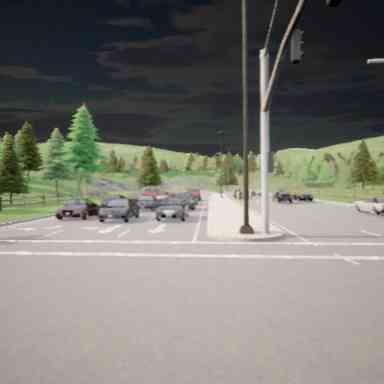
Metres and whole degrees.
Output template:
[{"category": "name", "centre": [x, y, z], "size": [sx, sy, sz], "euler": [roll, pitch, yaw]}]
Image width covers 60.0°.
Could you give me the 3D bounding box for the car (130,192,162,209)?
[{"category": "car", "centre": [-4.298, 1.029, 31.638], "size": [1.812, 1.442, 4.674], "euler": [-1, 1, 3]}]

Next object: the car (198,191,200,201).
[{"category": "car", "centre": [-0.356, 0.877, 40.418], "size": [1.994, 1.385, 4.181], "euler": [-1, 1, 3]}]

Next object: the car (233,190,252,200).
[{"category": "car", "centre": [8.459, 0.437, 55.825], "size": [1.882, 1.535, 5.008], "euler": [-1, 1, 4]}]

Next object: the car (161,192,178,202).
[{"category": "car", "centre": [-3.350, 0.737, 50.615], "size": [1.994, 1.385, 4.181], "euler": [-1, 1, 3]}]

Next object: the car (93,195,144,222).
[{"category": "car", "centre": [-4.854, 1.187, 22.691], "size": [1.812, 1.442, 4.674], "euler": [-1, 1, 4]}]

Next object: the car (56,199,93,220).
[{"category": "car", "centre": [-8.221, 1.233, 24.292], "size": [1.994, 1.385, 4.181], "euler": [-1, 1, 3]}]

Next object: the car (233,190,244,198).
[{"category": "car", "centre": [9.189, 0.341, 66.131], "size": [1.994, 1.385, 4.181], "euler": [-1, 1, 4]}]

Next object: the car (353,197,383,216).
[{"category": "car", "centre": [13.996, 1.022, 25.041], "size": [1.895, 1.301, 4.718], "euler": [-1, 1, 3]}]

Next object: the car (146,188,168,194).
[{"category": "car", "centre": [-3.852, 0.699, 40.614], "size": [2.097, 1.767, 4.553], "euler": [-1, 1, 3]}]

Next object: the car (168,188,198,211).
[{"category": "car", "centre": [-0.782, 0.814, 31.918], "size": [2.097, 1.767, 4.553], "euler": [-1, 1, 3]}]

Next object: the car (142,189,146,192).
[{"category": "car", "centre": [-7.220, 0.815, 43.322], "size": [1.882, 1.535, 5.008], "euler": [-1, 1, 3]}]

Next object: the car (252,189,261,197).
[{"category": "car", "centre": [12.685, 0.235, 65.955], "size": [2.128, 1.511, 4.902], "euler": [-1, 1, 4]}]

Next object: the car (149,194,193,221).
[{"category": "car", "centre": [-1.296, 1.112, 22.856], "size": [2.128, 1.511, 4.902], "euler": [-1, 1, 3]}]

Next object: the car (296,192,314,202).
[{"category": "car", "centre": [15.018, 0.665, 45.494], "size": [1.895, 1.301, 4.718], "euler": [-1, 1, 3]}]

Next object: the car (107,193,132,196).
[{"category": "car", "centre": [-7.737, 1.023, 32.948], "size": [1.837, 1.490, 4.892], "euler": [-1, 1, 3]}]

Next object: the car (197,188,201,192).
[{"category": "car", "centre": [0.165, 0.352, 50.890], "size": [2.150, 2.045, 5.566], "euler": [-1, 1, 3]}]

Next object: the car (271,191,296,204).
[{"category": "car", "centre": [11.345, 0.665, 42.155], "size": [1.837, 1.490, 4.892], "euler": [-1, 1, 3]}]
